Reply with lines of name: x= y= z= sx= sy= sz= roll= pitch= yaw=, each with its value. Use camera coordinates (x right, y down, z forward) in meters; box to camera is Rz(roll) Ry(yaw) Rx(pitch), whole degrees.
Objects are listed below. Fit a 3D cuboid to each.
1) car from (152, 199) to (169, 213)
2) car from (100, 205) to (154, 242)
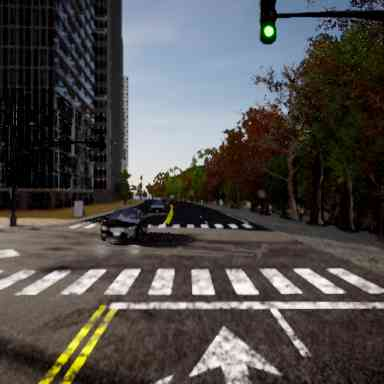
car: x=-4.262 y=1.930 z=42.256 sx=2.033 sy=1.411 sz=5.357 roll=0 pitch=0 yaw=-3
car: x=-3.446 y=1.653 z=17.509 sx=2.128 sy=1.511 sz=4.902 roll=0 pitch=0 yaw=-1
